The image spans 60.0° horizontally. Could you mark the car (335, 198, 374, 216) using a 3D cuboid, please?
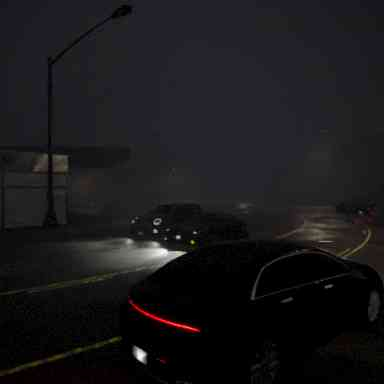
[{"bbox_3d":[15.546,1.562,32.350,1.895,1.301,4.718,0,0,7],"label":"car"}]

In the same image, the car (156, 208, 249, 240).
[{"bbox_3d":[0.755,1.584,14.565,1.994,1.385,4.181,0,0,41],"label":"car"}]

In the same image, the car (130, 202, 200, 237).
[{"bbox_3d":[-1.098,1.385,17.714,2.097,1.767,4.553,0,0,38],"label":"car"}]

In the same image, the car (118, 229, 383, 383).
[{"bbox_3d":[1.272,1.507,5.194,4.892,1.490,1.837,0,0,-40],"label":"car"}]
